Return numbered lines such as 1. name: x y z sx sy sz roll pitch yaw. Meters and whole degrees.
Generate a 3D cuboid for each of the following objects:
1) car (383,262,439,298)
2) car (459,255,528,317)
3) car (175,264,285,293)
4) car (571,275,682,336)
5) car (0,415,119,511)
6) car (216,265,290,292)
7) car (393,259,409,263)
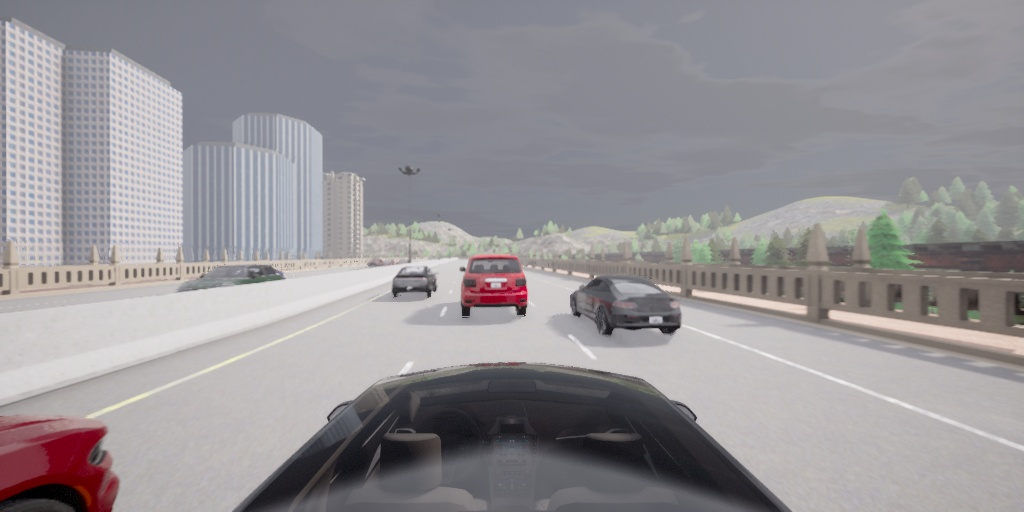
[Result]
1. car: -4.935 1.258 18.645 2.128 1.511 4.902 0 0 -7
2. car: -0.764 0.972 13.403 2.150 2.045 5.566 0 0 -6
3. car: -11.712 1.147 15.236 2.097 1.767 4.553 0 0 -7
4. car: 3.025 1.261 10.281 1.812 1.442 4.674 0 0 -4
5. car: -3.536 1.242 0.225 1.882 1.535 5.008 0 0 1
6. car: -16.237 1.338 22.789 1.812 1.442 4.674 0 0 -8
7. car: -17.386 1.286 57.837 1.882 1.535 5.008 0 0 -7
